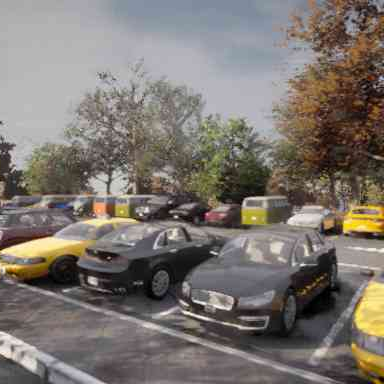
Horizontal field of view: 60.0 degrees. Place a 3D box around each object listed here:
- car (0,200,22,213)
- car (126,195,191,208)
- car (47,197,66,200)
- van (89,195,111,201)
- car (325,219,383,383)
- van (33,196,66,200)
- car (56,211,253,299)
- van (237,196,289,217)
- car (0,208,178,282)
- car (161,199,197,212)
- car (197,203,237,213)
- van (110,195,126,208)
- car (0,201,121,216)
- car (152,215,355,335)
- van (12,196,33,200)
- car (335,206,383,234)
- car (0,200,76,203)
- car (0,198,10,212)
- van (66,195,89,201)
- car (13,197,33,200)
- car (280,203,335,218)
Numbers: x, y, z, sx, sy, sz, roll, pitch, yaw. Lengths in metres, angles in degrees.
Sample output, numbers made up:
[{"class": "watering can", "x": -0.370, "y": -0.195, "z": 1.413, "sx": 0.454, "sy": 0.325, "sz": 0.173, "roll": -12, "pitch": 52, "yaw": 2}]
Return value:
[{"class": "car", "x": -24.477, "y": 1.787, "z": 41.835, "sx": 2.097, "sy": 1.535, "sz": 5.008, "roll": -1, "pitch": -1, "yaw": 36}, {"class": "car", "x": -1.992, "y": 1.245, "z": 25.691, "sx": 2.435, "sy": 2.045, "sz": 5.566, "roll": 0, "pitch": 0, "yaw": 36}, {"class": "car", "x": -10.861, "y": 1.521, "z": 32.089, "sx": 2.097, "sy": 1.535, "sz": 5.008, "roll": -1, "pitch": -1, "yaw": 36}, {"class": "van", "x": -6.309, "y": 1.270, "z": 28.963, "sx": 1.878, "sy": 1.987, "sz": 4.442, "roll": 0, "pitch": 0, "yaw": 36}, {"class": "car", "x": 3.830, "y": 1.498, "z": 5.233, "sx": 1.946, "sy": 1.575, "sz": 5.366, "roll": 0, "pitch": 0, "yaw": 36}, {"class": "van", "x": -13.187, "y": 1.340, "z": 33.605, "sx": 1.878, "sy": 1.987, "sz": 4.442, "roll": -1, "pitch": -1, "yaw": 36}, {"class": "car", "x": -0.578, "y": 1.501, "z": 8.613, "sx": 2.231, "sy": 1.521, "sz": 4.892, "roll": 0, "pitch": 0, "yaw": 36}, {"class": "van", "x": 4.847, "y": 1.272, "z": 20.968, "sx": 1.878, "sy": 1.987, "sz": 4.442, "roll": 0, "pitch": 0, "yaw": 36}, {"class": "car", "x": -2.939, "y": 1.497, "z": 10.084, "sx": 1.946, "sy": 1.575, "sz": 5.366, "roll": 0, "pitch": 0, "yaw": 36}, {"class": "car", "x": 0.374, "y": 1.497, "z": 24.023, "sx": 2.097, "sy": 1.535, "sz": 5.008, "roll": 0, "pitch": 0, "yaw": 36}, {"class": "car", "x": 2.629, "y": 1.538, "z": 22.412, "sx": 2.002, "sy": 1.452, "sz": 4.674, "roll": 0, "pitch": 0, "yaw": 36}, {"class": "van", "x": -4.159, "y": 1.270, "z": 27.423, "sx": 1.878, "sy": 1.987, "sz": 4.442, "roll": 0, "pitch": 0, "yaw": 36}, {"class": "car", "x": -5.106, "y": 1.374, "z": 11.827, "sx": 2.185, "sy": 1.767, "sz": 4.553, "roll": 0, "pitch": 0, "yaw": 36}, {"class": "car", "x": 1.685, "y": 1.502, "z": 7.006, "sx": 2.231, "sy": 1.521, "sz": 4.892, "roll": 0, "pitch": 0, "yaw": 36}, {"class": "van", "x": -17.552, "y": 1.428, "z": 37.022, "sx": 1.878, "sy": 1.987, "sz": 4.442, "roll": -1, "pitch": -1, "yaw": 36}, {"class": "car", "x": 9.381, "y": 1.499, "z": 17.568, "sx": 2.097, "sy": 1.535, "sz": 5.008, "roll": 0, "pitch": 0, "yaw": 36}, {"class": "car", "x": -7.362, "y": 1.373, "z": 13.444, "sx": 2.185, "sy": 1.767, "sz": 4.553, "roll": 0, "pitch": 0, "yaw": 36}, {"class": "car", "x": -26.644, "y": 1.704, "z": 43.355, "sx": 2.185, "sy": 1.767, "sz": 4.553, "roll": -1, "pitch": -1, "yaw": 36}, {"class": "van", "x": -8.805, "y": 1.269, "z": 30.465, "sx": 1.878, "sy": 1.987, "sz": 4.442, "roll": -1, "pitch": 0, "yaw": 36}, {"class": "car", "x": -15.473, "y": 1.606, "z": 35.161, "sx": 1.946, "sy": 1.575, "sz": 5.366, "roll": -1, "pitch": -1, "yaw": 36}, {"class": "car", "x": 7.033, "y": 1.539, "z": 19.261, "sx": 2.002, "sy": 1.452, "sz": 4.674, "roll": 0, "pitch": 0, "yaw": 36}]
